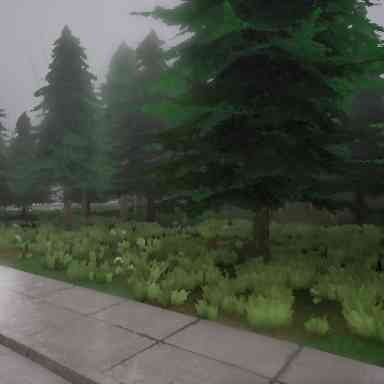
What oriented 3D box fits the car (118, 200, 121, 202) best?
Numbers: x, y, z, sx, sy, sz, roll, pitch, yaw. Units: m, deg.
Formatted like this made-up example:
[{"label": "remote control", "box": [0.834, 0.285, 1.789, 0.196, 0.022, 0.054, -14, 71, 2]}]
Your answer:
[{"label": "car", "box": [-9.345, 1.458, 52.503, 1.882, 1.535, 5.008, 0, 0, 36]}]
